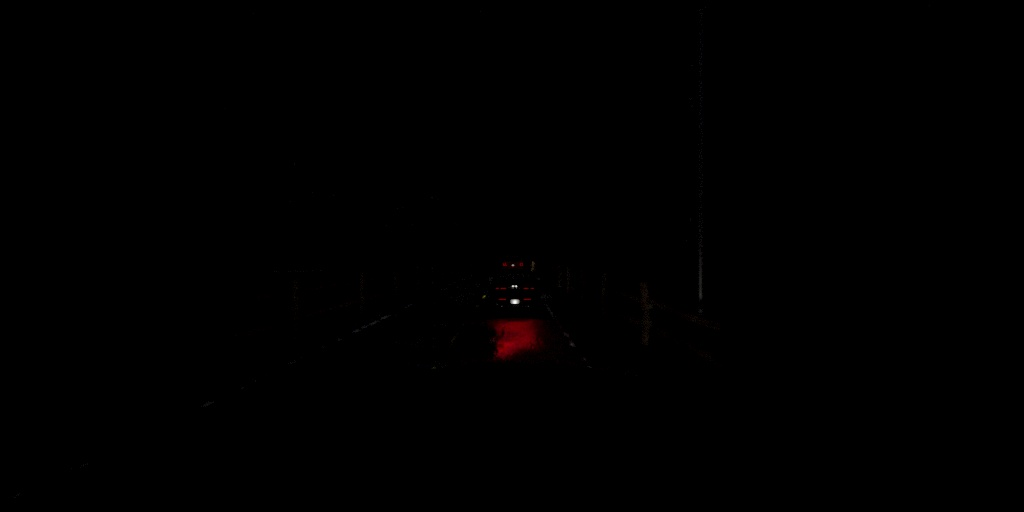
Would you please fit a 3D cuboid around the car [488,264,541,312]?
[{"bbox_3d":[0.098,1.254,14.240,1.837,1.490,4.892,0,0,0],"label":"car"}]

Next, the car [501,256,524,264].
[{"bbox_3d":[0.094,0.976,37.020,2.150,2.045,5.566,0,0,0],"label":"car"}]
